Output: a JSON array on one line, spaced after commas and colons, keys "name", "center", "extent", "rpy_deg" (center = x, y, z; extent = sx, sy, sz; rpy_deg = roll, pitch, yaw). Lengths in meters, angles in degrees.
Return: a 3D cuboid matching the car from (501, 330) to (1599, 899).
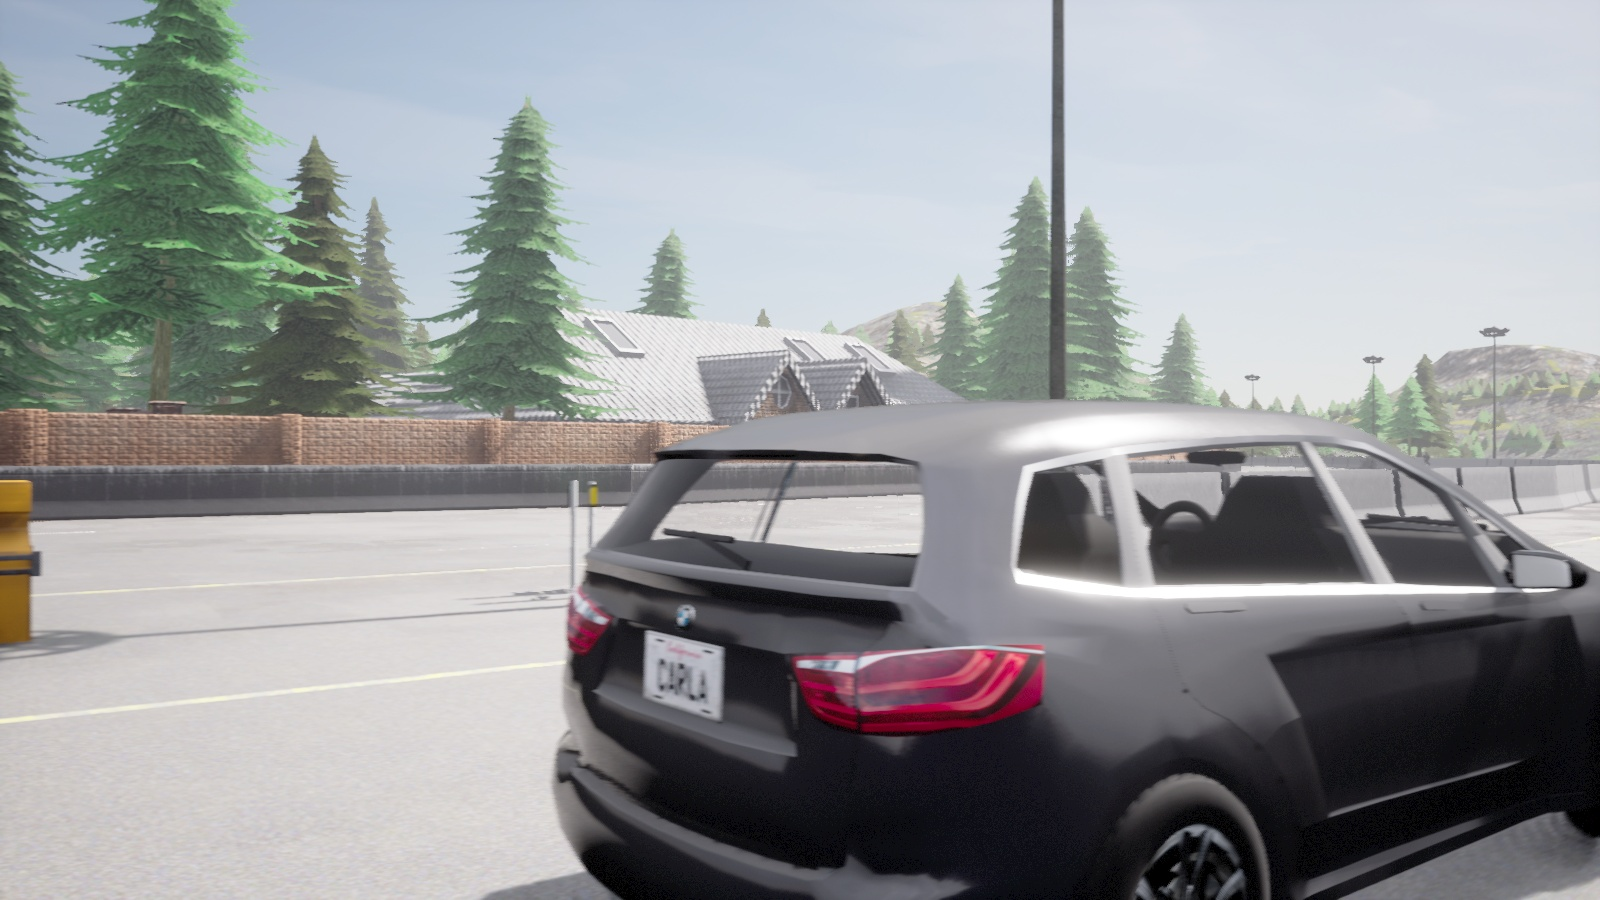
[{"name": "car", "center": [1.498, 0.599, 4.766], "extent": [4.611, 1.667, 2.242], "rpy_deg": [0, 0, -37]}]
